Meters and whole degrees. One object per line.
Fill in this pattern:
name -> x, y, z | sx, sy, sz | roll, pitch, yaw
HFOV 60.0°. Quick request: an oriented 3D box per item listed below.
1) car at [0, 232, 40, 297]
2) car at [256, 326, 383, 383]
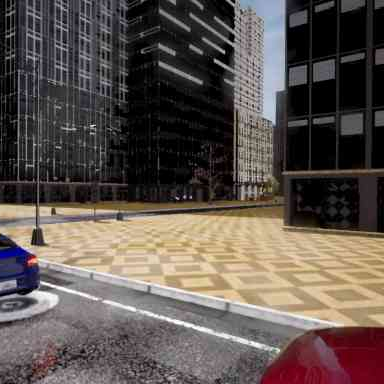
car -> -5.196, 1.523, 7.390 | 4.674, 1.442, 1.812 | 0, 0, 36
car -> 2.405, 1.564, 1.961 | 4.181, 1.385, 1.994 | 0, 0, 35
